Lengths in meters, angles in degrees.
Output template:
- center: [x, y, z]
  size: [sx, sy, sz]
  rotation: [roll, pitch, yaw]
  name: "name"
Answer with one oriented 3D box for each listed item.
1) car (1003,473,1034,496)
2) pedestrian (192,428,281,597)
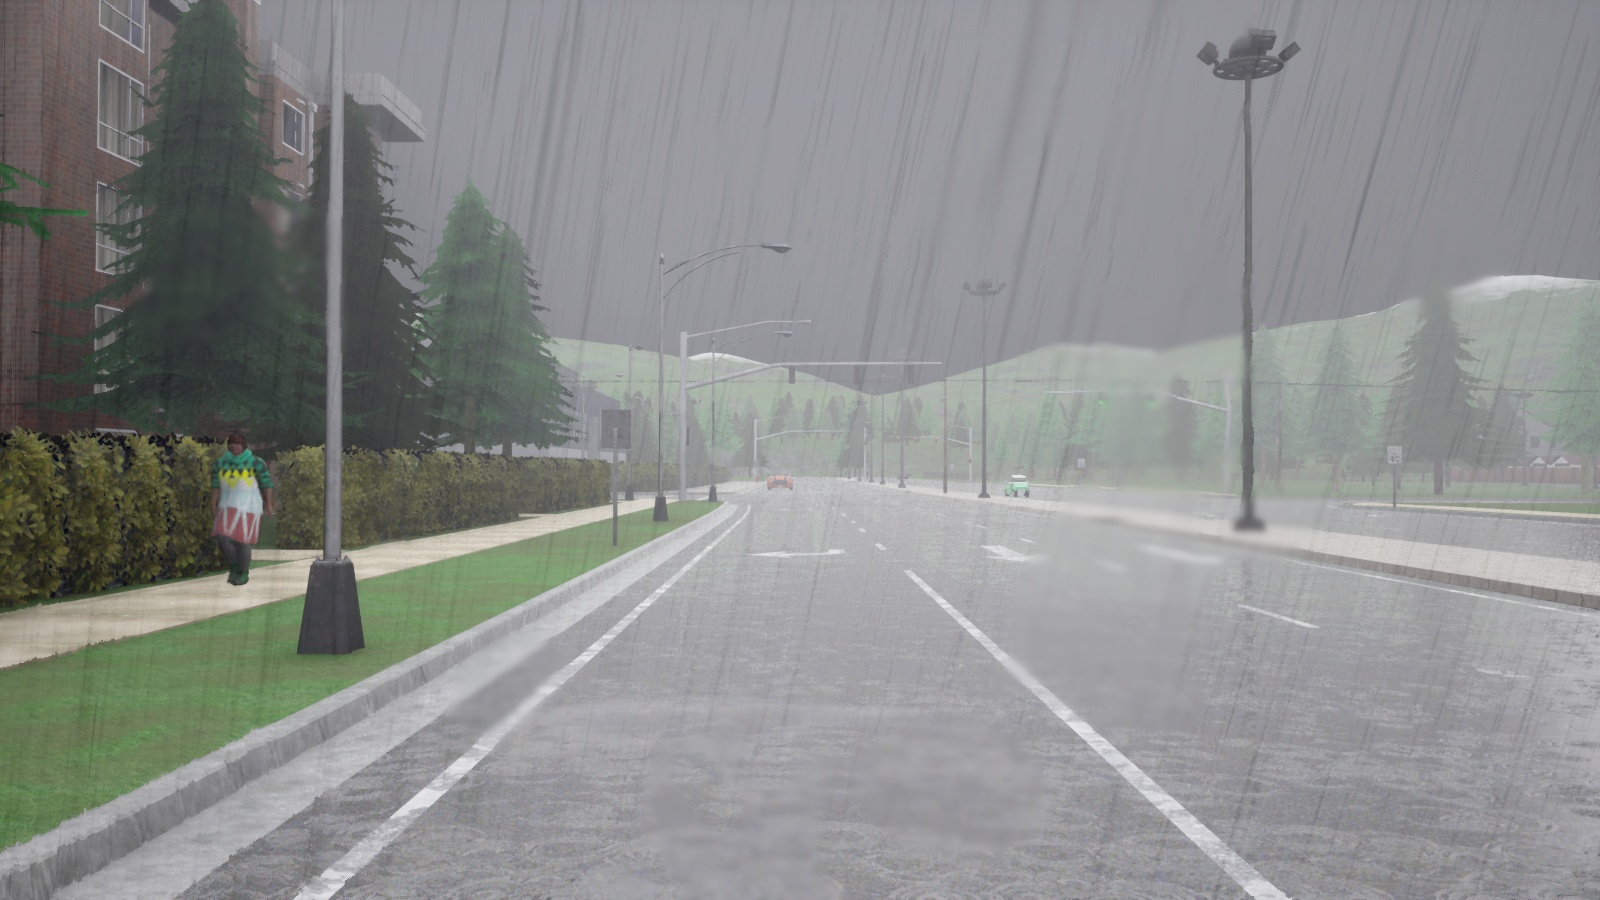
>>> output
- center: [13.616, 2.127, 78.322]
  size: [1.481, 1.376, 2.207]
  rotation: [0, -1, -1]
  name: "car"
- center: [-6.698, 0.731, 14.964]
  size: [0.659, 1.952, 0.873]
  rotation: [0, -1, 0]
  name: "pedestrian"
